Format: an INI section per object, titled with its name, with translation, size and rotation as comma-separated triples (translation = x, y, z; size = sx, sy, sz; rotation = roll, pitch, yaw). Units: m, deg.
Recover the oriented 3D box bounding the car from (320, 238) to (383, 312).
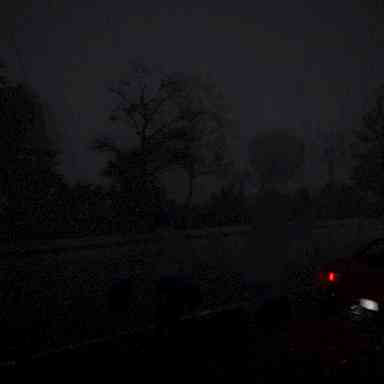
[car]
translation = 4.815, 1.554, 6.645
size = 4.718, 1.301, 1.895
rotation = 0, 0, -32
